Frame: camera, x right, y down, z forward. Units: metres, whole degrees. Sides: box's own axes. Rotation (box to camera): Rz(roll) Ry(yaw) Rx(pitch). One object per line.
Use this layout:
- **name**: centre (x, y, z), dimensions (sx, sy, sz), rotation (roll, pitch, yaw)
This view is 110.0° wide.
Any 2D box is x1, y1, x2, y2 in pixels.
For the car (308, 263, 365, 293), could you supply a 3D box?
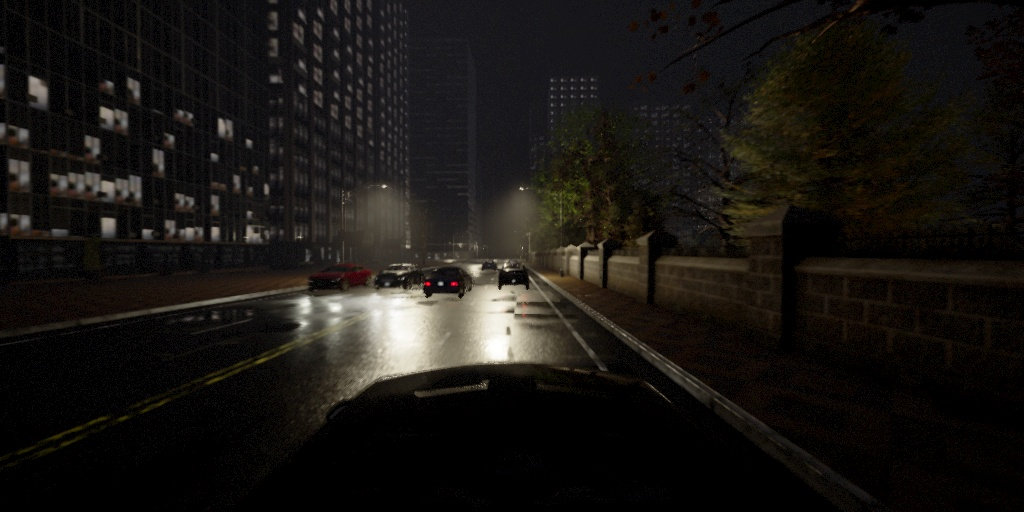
- **car**: centre (-9.852, 1.197, 20.913), dimensions (1.882, 1.535, 5.008), rotation (0, 0, 0)

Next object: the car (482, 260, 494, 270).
- **car**: centre (-3.164, 1.245, 51.046), dimensions (1.994, 1.385, 4.181), rotation (0, 0, 0)

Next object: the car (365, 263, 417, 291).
- **car**: centre (-6.601, 1.211, 21.412), dimensions (2.128, 1.511, 4.902), rotation (0, 0, 0)

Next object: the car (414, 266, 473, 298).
- **car**: centre (-3.155, 1.272, 18.372), dimensions (2.033, 1.411, 5.357), rotation (0, 0, 0)

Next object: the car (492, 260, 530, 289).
- **car**: centre (0.093, 1.211, 22.805), dimensions (2.128, 1.511, 4.902), rotation (0, 0, 0)
